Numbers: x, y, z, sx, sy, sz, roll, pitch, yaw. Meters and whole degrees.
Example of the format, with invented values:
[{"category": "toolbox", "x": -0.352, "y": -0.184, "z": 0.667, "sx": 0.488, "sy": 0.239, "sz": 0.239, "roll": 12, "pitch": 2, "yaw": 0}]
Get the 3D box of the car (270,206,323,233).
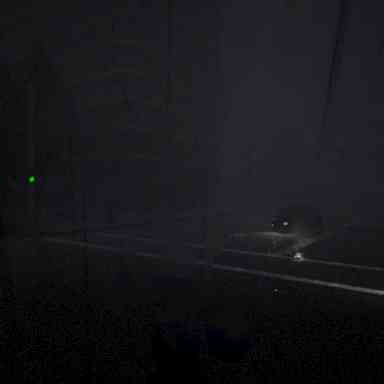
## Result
[{"category": "car", "x": 6.121, "y": 1.491, "z": 19.278, "sx": 1.994, "sy": 1.385, "sz": 4.181, "roll": 1, "pitch": 0, "yaw": 36}]
